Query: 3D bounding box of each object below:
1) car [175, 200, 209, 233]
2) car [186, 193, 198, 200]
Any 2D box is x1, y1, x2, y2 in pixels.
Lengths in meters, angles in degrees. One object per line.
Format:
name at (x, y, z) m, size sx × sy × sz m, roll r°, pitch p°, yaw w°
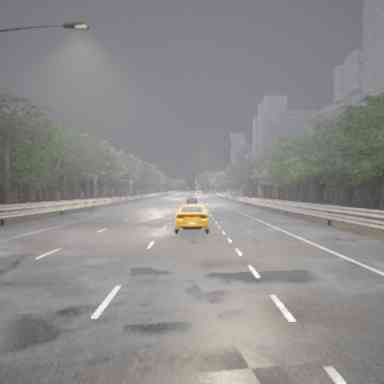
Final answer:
car at (0.003, 1.476, 19.836) m, size 1.882 × 1.535 × 5.008 m, roll 0°, pitch 0°, yaw 0°
car at (0.005, 1.435, 56.967) m, size 2.128 × 1.511 × 4.902 m, roll 0°, pitch 0°, yaw 0°
